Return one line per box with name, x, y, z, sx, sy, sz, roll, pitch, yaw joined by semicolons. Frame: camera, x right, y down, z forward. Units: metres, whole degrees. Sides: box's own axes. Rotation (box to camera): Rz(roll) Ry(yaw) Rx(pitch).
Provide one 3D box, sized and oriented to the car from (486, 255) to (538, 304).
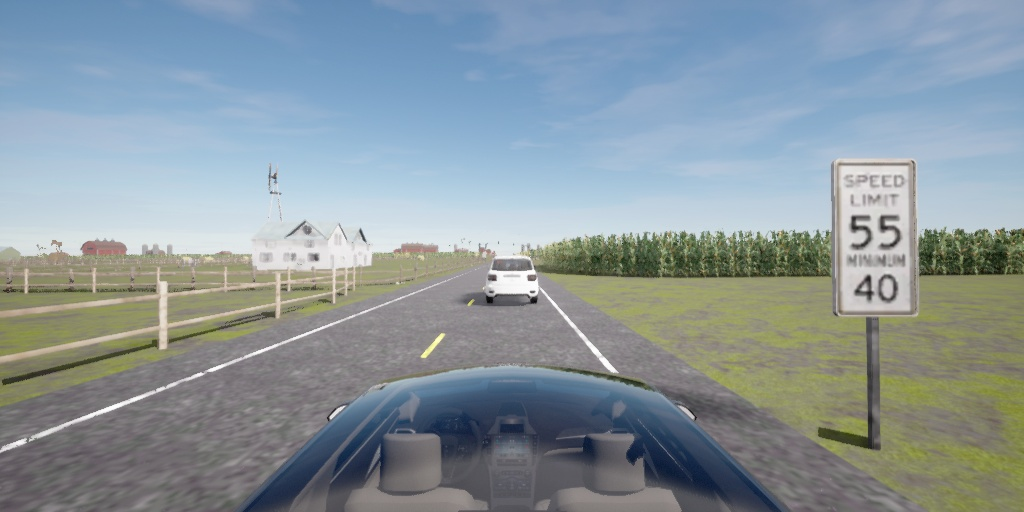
car;0.000;1.007;16.532;2.150;2.045;5.566;0;0;0
